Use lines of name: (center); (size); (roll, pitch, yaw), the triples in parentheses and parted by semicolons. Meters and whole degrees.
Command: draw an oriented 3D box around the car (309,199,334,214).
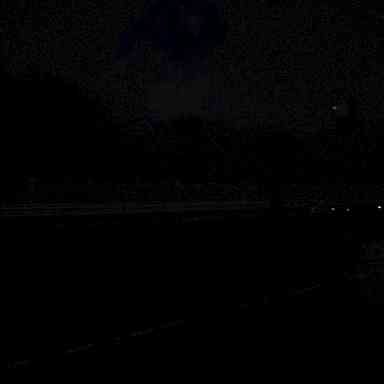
car: (14.308, 1.535, 34.884); (4.902, 1.511, 2.128); (0, 0, -34)

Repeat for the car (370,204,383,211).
car: (17.976, 1.402, 28.917); (4.553, 1.767, 2.097); (0, 0, -34)

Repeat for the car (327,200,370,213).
car: (15.212, 1.652, 31.287); (4.718, 1.301, 1.895); (0, 0, -34)
